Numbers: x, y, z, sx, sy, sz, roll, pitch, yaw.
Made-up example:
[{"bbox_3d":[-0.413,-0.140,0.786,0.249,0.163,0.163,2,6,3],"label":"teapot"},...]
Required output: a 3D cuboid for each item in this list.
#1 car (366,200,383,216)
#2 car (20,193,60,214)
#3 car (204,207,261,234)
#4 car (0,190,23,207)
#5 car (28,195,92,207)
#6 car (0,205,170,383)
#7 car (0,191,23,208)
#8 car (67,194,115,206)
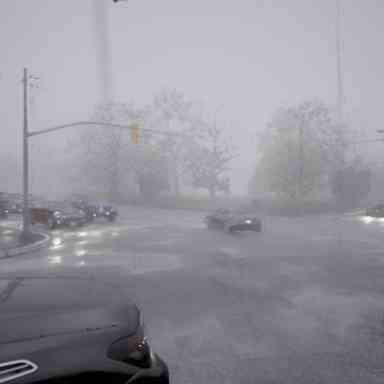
[{"bbox_3d":[17.079,1.442,29.686,1.994,1.385,4.181,0,0,43],"label":"car"},{"bbox_3d":[-14.995,1.095,32.696,4.553,1.767,2.097,2,2,44],"label":"car"},{"bbox_3d":[2.245,1.530,19.303,1.994,1.385,4.181,0,0,-20],"label":"car"},{"bbox_3d":[-22.089,0.733,39.629,4.553,1.767,2.097,4,3,45],"label":"car"},{"bbox_3d":[-8.829,1.331,21.784,4.553,1.767,2.097,1,1,44],"label":"car"},{"bbox_3d":[-2.844,1.227,1.924,5.566,2.045,2.150,0,0,-35],"label":"car"},{"bbox_3d":[-15.588,1.046,28.380,5.566,2.045,2.150,2,2,44],"label":"car"},{"bbox_3d":[-8.027,1.161,25.892,5.566,2.045,2.150,1,1,44],"label":"car"}]
